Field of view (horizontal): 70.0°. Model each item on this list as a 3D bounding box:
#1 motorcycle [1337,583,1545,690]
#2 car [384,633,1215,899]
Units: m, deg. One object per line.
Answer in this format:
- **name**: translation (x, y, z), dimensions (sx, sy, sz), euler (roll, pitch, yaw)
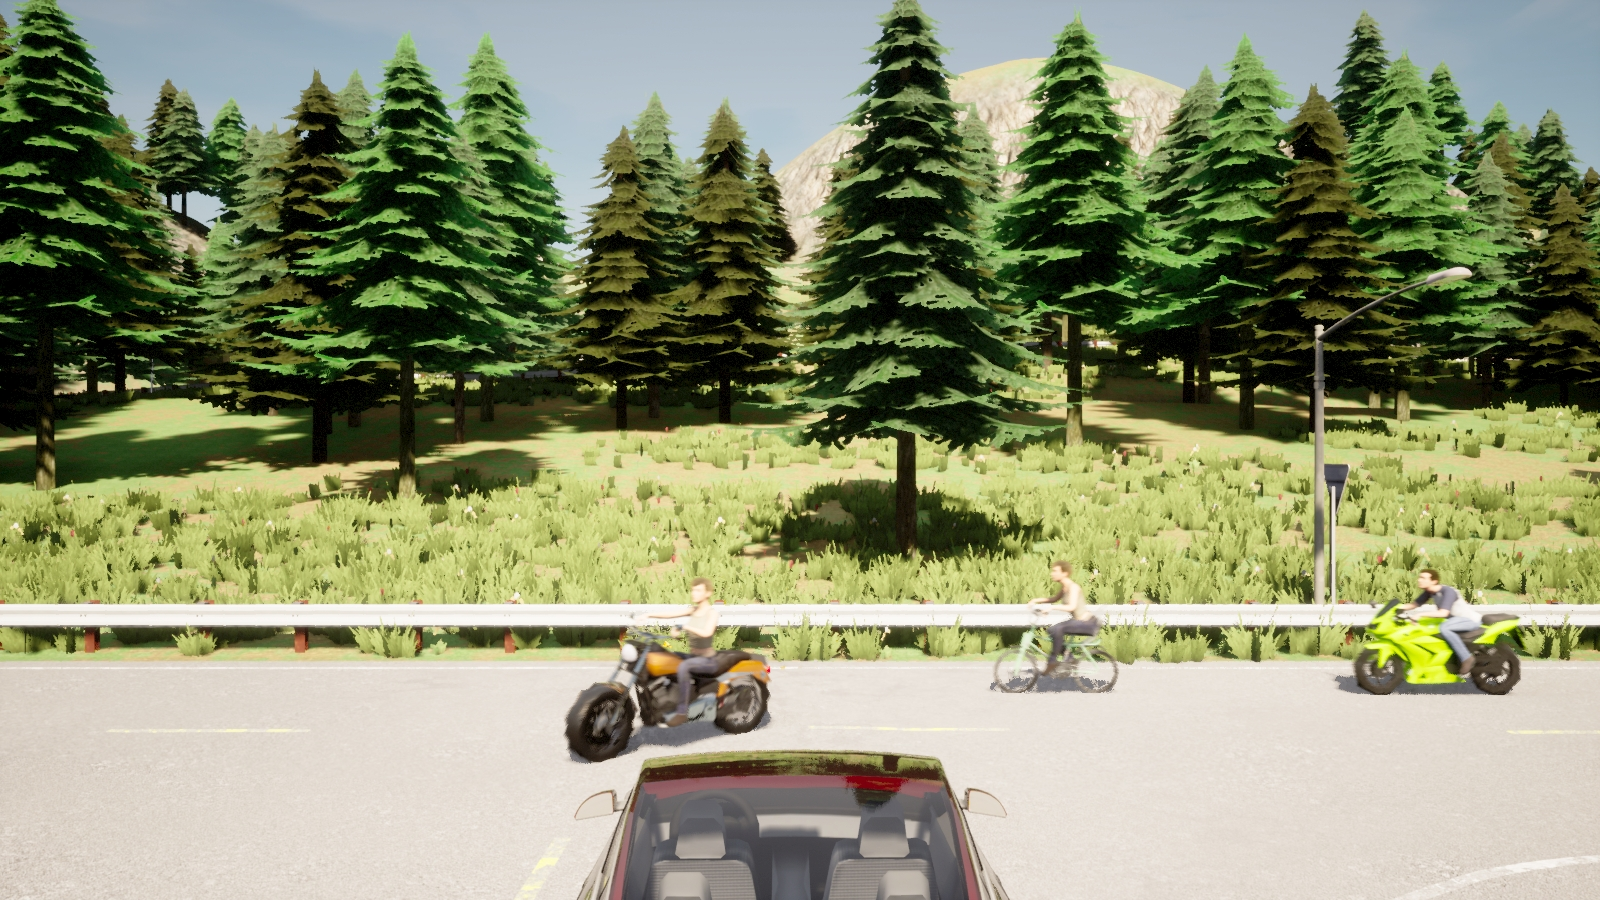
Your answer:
- **motorcycle**: translation (7.619, 2.213, 13.643), dimensions (2.033, 1.145, 0.803), euler (0, 0, 0)
- **car**: translation (-0.034, 1.936, 5.154), dimensions (2.163, 1.488, 4.792), euler (0, -1, -1)
